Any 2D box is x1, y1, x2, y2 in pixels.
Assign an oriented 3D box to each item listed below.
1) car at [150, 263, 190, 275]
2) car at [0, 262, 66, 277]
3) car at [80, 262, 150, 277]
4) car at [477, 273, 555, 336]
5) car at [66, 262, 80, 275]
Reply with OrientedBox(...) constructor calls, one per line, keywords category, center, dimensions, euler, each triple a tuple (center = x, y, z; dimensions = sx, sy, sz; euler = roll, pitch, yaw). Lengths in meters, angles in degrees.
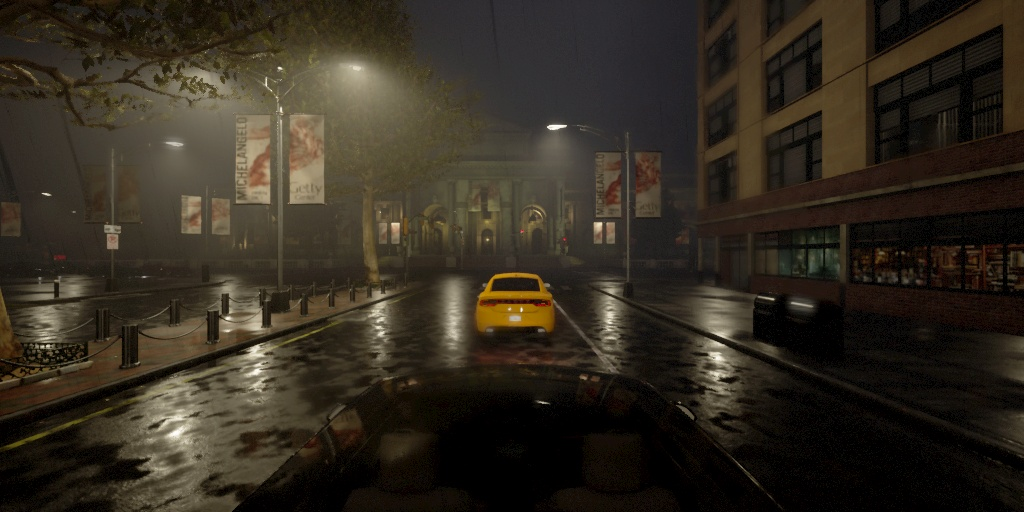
OrientedBox(category="car", center=(-37.398, 1.351, 38.338), dimensions=(4.718, 1.301, 1.895), euler=(0, 0, 1))
OrientedBox(category="car", center=(-47.076, 1.276, 34.880), dimensions=(4.674, 1.442, 1.812), euler=(0, 0, 0))
OrientedBox(category="car", center=(-38.507, 1.314, 34.841), dimensions=(4.181, 1.385, 1.994), euler=(0, 0, 0))
OrientedBox(category="car", center=(0.120, 1.228, 10.391), dimensions=(1.882, 1.535, 5.008), euler=(0, 0, 1))
OrientedBox(category="car", center=(-47.003, 1.297, 38.394), dimensions=(5.357, 1.411, 2.033), euler=(0, 0, 0))
